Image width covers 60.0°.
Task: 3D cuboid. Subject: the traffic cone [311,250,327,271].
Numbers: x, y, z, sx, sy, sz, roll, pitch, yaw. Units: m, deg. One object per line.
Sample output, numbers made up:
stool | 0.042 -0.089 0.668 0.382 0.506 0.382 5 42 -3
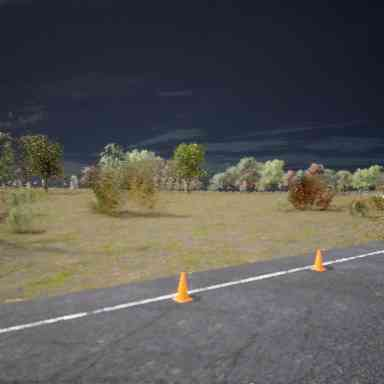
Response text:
traffic cone | 3.843 2.039 10.034 0.340 0.580 0.340 0 -1 -36

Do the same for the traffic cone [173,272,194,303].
traffic cone | -0.184 2.006 7.112 0.340 0.580 0.340 0 -1 -36
